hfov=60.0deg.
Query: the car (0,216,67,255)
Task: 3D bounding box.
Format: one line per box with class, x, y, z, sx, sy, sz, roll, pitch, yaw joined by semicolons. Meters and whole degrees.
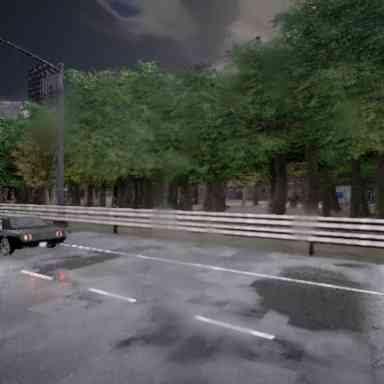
car;-7.188;1.609;13.307;4.718;1.301;1.895;0;0;36
